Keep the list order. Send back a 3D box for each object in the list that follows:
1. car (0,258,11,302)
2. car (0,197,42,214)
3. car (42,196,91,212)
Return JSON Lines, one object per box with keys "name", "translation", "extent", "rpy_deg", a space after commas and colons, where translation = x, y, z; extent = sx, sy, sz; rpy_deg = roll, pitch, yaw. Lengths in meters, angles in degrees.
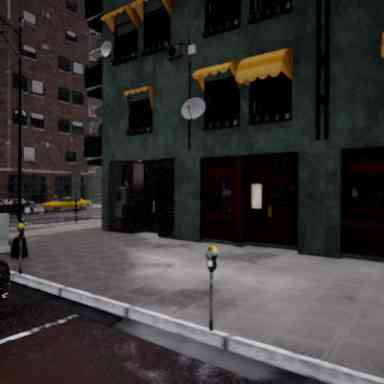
{"name": "car", "translation": [-5.307, 1.489, 6.660], "extent": [4.403, 1.369, 2.008], "rpy_deg": [1, 0, 36]}
{"name": "car", "translation": [-14.861, 1.137, 26.672], "extent": [2.008, 1.369, 4.403], "rpy_deg": [2, 2, 35]}
{"name": "car", "translation": [-11.769, 1.036, 31.096], "extent": [1.752, 1.417, 4.829], "rpy_deg": [2, 2, 35]}
